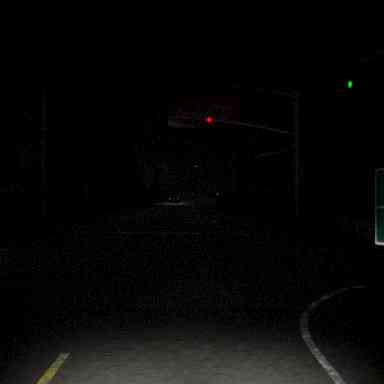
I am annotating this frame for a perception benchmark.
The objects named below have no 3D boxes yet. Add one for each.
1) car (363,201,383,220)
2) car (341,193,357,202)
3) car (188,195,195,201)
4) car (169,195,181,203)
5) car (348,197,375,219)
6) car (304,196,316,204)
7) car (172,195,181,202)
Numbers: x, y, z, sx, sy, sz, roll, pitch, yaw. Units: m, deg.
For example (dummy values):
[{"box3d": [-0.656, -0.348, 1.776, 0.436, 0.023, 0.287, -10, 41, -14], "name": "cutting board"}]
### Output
[{"box3d": [18.631, 1.672, 30.680, 4.611, 1.667, 2.242, 0, 0, 0], "name": "car"}, {"box3d": [34.755, 1.489, 71.902, 2.007, 1.523, 4.514, 0, 0, 0], "name": "car"}, {"box3d": [-0.113, 1.552, 86.348, 1.994, 1.385, 4.181, 0, 0, 0], "name": "car"}, {"box3d": [-3.598, 1.352, 68.605, 2.097, 1.767, 4.553, 0, 0, 0], "name": "car"}, {"box3d": [14.316, 1.505, 25.001, 3.866, 1.878, 1.905, 0, 0, 0], "name": "car"}, {"box3d": [22.368, 1.552, 64.085, 1.970, 1.475, 3.806, 0, 0, 0], "name": "car"}, {"box3d": [-3.603, 1.540, 78.927, 2.033, 1.411, 5.357, 0, 0, 0], "name": "car"}]
